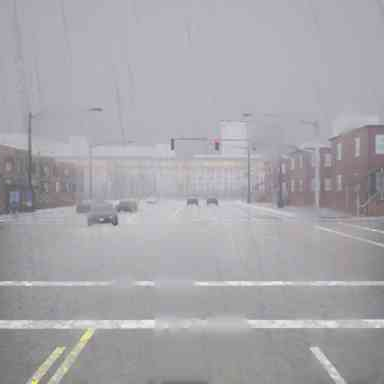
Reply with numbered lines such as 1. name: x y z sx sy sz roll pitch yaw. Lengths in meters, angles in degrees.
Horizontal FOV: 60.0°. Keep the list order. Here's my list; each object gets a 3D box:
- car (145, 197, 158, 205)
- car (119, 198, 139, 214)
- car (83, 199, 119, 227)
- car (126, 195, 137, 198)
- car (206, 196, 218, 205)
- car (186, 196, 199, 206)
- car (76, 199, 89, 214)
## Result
1. car: -7.067 1.525 58.359 1.812 1.442 4.674 0 0 1
2. car: -7.112 1.601 35.853 1.895 1.301 4.718 0 0 0
3. car: -6.222 1.505 22.965 1.837 1.490 4.892 0 0 -15
4. car: -10.574 1.351 57.574 2.097 1.767 4.553 0 0 0
5. car: 3.481 1.505 58.461 1.837 1.490 4.892 0 0 0
6. car: 0.085 1.478 56.346 1.882 1.535 5.008 0 0 0
7. car: -10.609 1.477 34.909 1.882 1.535 5.008 0 0 0
